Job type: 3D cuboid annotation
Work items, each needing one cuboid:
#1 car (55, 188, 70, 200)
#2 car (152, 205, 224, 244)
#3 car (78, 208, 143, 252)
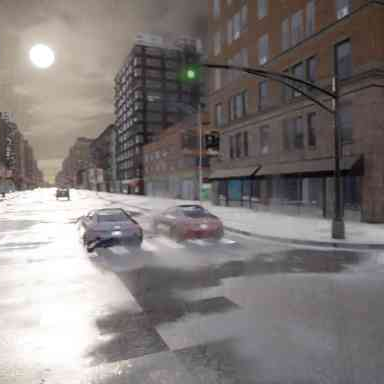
[{"bbox_3d":[-21.682,0.291,55.813,2.150,2.045,5.566,-2,1,-23],"label":"car"},{"bbox_3d":[-0.329,1.237,14.259,1.994,1.385,4.181,-2,1,-23],"label":"car"},{"bbox_3d":[-3.294,1.317,12.930,1.994,1.385,4.181,-2,1,-23],"label":"car"}]
